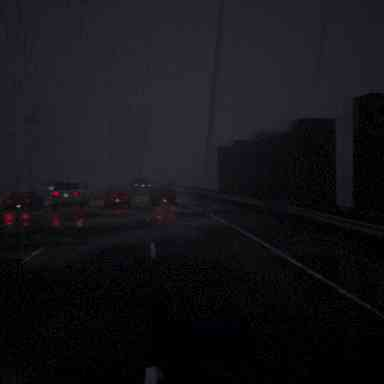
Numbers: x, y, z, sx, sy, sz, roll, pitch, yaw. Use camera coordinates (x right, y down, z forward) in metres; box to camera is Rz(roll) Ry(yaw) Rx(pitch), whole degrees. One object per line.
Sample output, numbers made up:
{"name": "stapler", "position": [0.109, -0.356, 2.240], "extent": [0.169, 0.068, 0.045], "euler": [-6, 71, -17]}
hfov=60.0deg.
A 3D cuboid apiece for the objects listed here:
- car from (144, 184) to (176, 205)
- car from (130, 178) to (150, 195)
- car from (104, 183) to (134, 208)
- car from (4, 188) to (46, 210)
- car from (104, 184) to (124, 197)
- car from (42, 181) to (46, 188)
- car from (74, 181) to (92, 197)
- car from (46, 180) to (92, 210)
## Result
{"name": "car", "position": [-2.589, 0.269, 27.747], "extent": [1.895, 1.301, 4.718], "euler": [-2, 3, -12]}
{"name": "car", "position": [-6.741, -0.765, 43.088], "extent": [2.150, 2.045, 5.566], "euler": [-2, 3, -17]}
{"name": "car", "position": [-5.760, 0.324, 25.805], "extent": [1.882, 1.535, 5.008], "euler": [-2, 3, -12]}
{"name": "car", "position": [-12.953, 0.623, 26.027], "extent": [1.895, 1.301, 4.718], "euler": [-2, 3, -13]}
{"name": "car", "position": [-9.708, -0.256, 40.952], "extent": [2.033, 1.411, 5.357], "euler": [-2, 3, -17]}
{"name": "car", "position": [-16.971, -0.380, 40.647], "extent": [2.150, 2.045, 5.566], "euler": [-2, 3, -18]}
{"name": "car", "position": [-13.936, -0.424, 42.581], "extent": [2.097, 1.767, 4.553], "euler": [-2, 3, -18]}
{"name": "car", "position": [-9.314, 0.165, 25.715], "extent": [2.150, 2.045, 5.566], "euler": [-2, 3, -12]}
